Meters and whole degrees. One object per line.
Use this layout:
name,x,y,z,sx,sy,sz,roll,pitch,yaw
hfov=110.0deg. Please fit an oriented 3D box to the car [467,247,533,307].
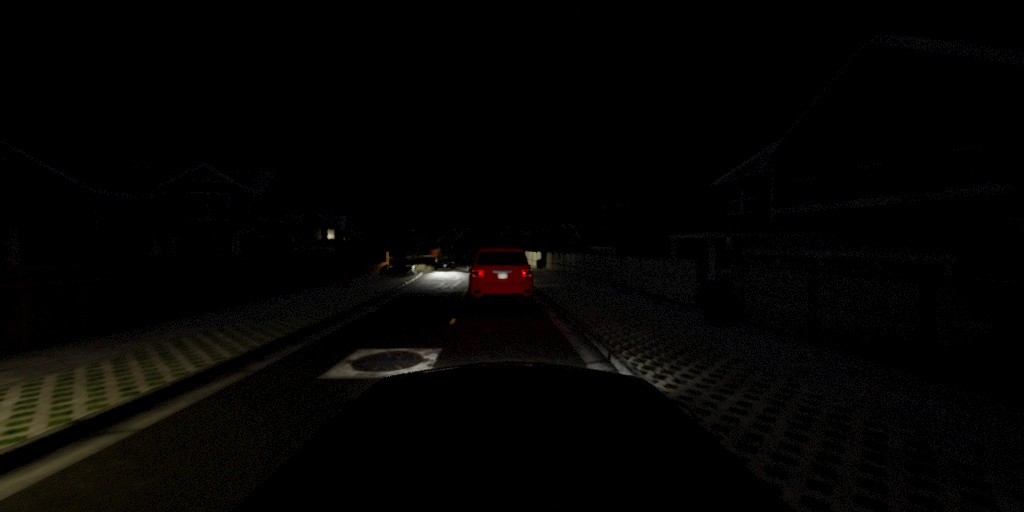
car,-0.539,0.683,13.924,2.150,2.045,5.566,0,1,-5

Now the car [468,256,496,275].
car,-2.517,0.720,29.154,1.895,1.301,4.718,0,1,-10

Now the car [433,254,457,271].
car,-6.288,0.532,33.513,2.128,1.511,4.902,-1,1,-11
